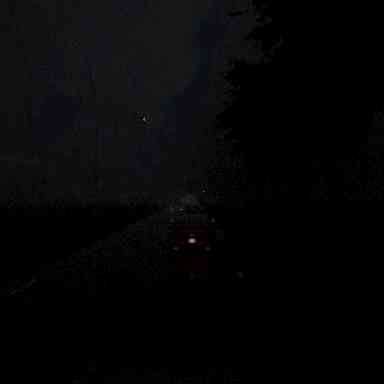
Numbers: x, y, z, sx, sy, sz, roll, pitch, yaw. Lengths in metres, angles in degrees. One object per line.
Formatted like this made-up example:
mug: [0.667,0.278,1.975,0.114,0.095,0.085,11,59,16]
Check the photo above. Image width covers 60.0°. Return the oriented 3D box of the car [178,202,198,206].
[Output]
car: [0.008,1.843,29.280,1.994,1.385,4.181,0,0,0]

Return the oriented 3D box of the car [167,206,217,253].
car: [0.008,1.616,14.476,1.882,1.535,5.008,0,0,0]

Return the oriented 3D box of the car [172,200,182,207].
car: [-2.776,2.173,63.975,1.895,1.301,4.718,0,0,1]
